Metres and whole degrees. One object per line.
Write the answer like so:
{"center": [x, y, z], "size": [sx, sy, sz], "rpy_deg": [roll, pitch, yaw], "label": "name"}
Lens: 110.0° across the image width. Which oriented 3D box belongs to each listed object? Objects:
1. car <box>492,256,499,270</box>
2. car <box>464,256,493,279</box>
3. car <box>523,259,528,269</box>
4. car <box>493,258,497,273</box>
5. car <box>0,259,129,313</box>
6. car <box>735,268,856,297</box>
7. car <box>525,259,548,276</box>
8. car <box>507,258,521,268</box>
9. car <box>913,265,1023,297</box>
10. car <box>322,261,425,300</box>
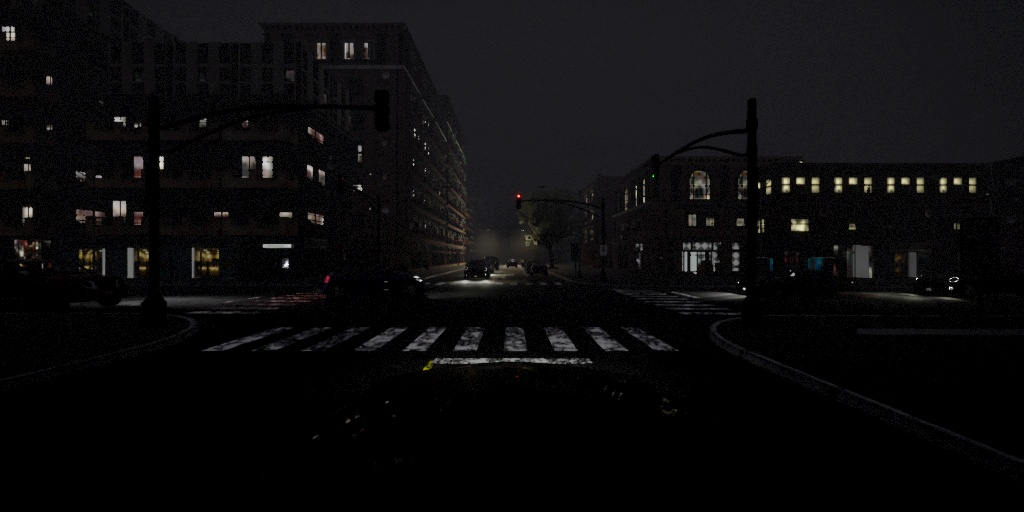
{"center": [-3.078, 1.028, 53.211], "size": [2.150, 2.045, 5.566], "rpy_deg": [0, 0, 1], "label": "car"}
{"center": [-3.065, 1.124, 32.281], "size": [2.097, 1.767, 4.553], "rpy_deg": [0, 0, -1], "label": "car"}
{"center": [2.701, 1.228, 42.517], "size": [1.967, 1.591, 4.097], "rpy_deg": [0, 0, 0], "label": "car"}
{"center": [-3.088, 1.315, 42.579], "size": [1.812, 1.442, 4.674], "rpy_deg": [0, 0, 0], "label": "car"}
{"center": [-17.273, 1.014, 13.106], "size": [5.009, 1.841, 2.192], "rpy_deg": [0, 0, 0], "label": "car"}
{"center": [15.028, 1.372, 19.117], "size": [5.357, 1.411, 2.033], "rpy_deg": [0, 0, 0], "label": "car"}
{"center": [2.699, 1.330, 36.820], "size": [2.007, 1.370, 4.403], "rpy_deg": [0, 0, 0], "label": "car"}
{"center": [0.015, 1.319, 63.178], "size": [2.128, 1.511, 4.902], "rpy_deg": [0, 0, 0], "label": "car"}
{"center": [24.528, 1.219, 19.181], "size": [4.553, 1.767, 2.097], "rpy_deg": [0, 0, 0], "label": "car"}
{"center": [-6.604, 1.103, 17.465], "size": [4.553, 1.767, 2.097], "rpy_deg": [0, 0, -21], "label": "car"}
